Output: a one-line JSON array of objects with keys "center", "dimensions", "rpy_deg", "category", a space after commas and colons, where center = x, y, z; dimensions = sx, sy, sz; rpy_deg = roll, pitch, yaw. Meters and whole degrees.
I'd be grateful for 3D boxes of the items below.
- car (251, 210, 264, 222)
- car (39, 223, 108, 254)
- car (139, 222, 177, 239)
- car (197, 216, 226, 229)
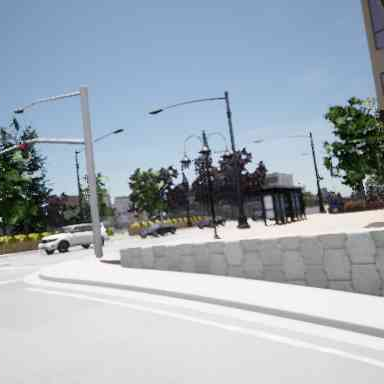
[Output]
[{"center": [10.168, 3.379, 47.613], "dimensions": [2.128, 1.511, 4.902], "rpy_deg": [-10, -6, 36], "category": "car"}, {"center": [-9.495, 3.694, 27.072], "dimensions": [2.150, 2.045, 5.566], "rpy_deg": [-10, -6, 36], "category": "car"}, {"center": [-3.513, 3.974, 35.134], "dimensions": [1.812, 1.442, 4.674], "rpy_deg": [-10, -6, 36], "category": "car"}, {"center": [2.577, 3.930, 43.405], "dimensions": [1.837, 1.490, 4.892], "rpy_deg": [-10, -6, 36], "category": "car"}]
